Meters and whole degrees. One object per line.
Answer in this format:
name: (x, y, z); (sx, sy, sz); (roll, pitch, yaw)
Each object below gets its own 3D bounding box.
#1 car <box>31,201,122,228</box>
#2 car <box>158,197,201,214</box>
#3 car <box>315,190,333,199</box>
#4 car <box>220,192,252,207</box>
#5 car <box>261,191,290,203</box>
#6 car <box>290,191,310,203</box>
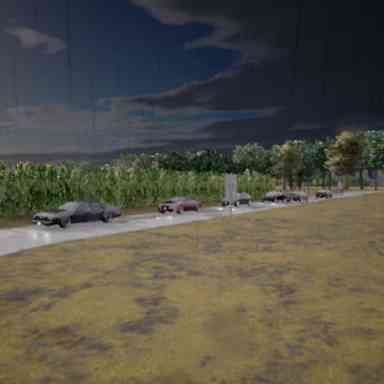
car: (-6.645, 1.241, 19.860); (2.033, 1.411, 5.357); (0, 1, 34)
car: (-0.993, 1.073, 27.924); (1.994, 1.385, 4.181); (0, 1, 34)
car: (22.000, 0.332, 55.273); (1.882, 1.535, 5.008); (0, 1, 35)
car: (4.901, 0.824, 36.215); (1.837, 1.490, 4.892); (0, 1, 36)
car: (10.993, 0.604, 44.755); (1.882, 1.535, 5.008); (0, 1, 36)
car: (14.074, 0.612, 44.085); (1.837, 1.490, 4.892); (0, 0, 36)
